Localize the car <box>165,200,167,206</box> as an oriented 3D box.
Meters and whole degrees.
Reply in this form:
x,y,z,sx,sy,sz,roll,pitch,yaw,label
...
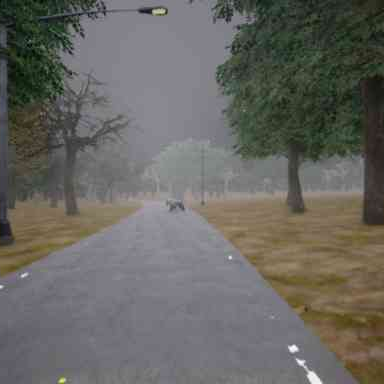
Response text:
x,y,z,sx,sy,sz,roll,pitch,yaw,label
-4.059,1.884,63.050,1.812,1.442,4.674,0,0,-7,car

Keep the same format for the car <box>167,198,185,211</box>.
x,y,z,sx,sy,sz,roll,pitch,yaw,label
-2.071,1.725,45.020,1.837,1.490,4.892,0,0,-5,car
